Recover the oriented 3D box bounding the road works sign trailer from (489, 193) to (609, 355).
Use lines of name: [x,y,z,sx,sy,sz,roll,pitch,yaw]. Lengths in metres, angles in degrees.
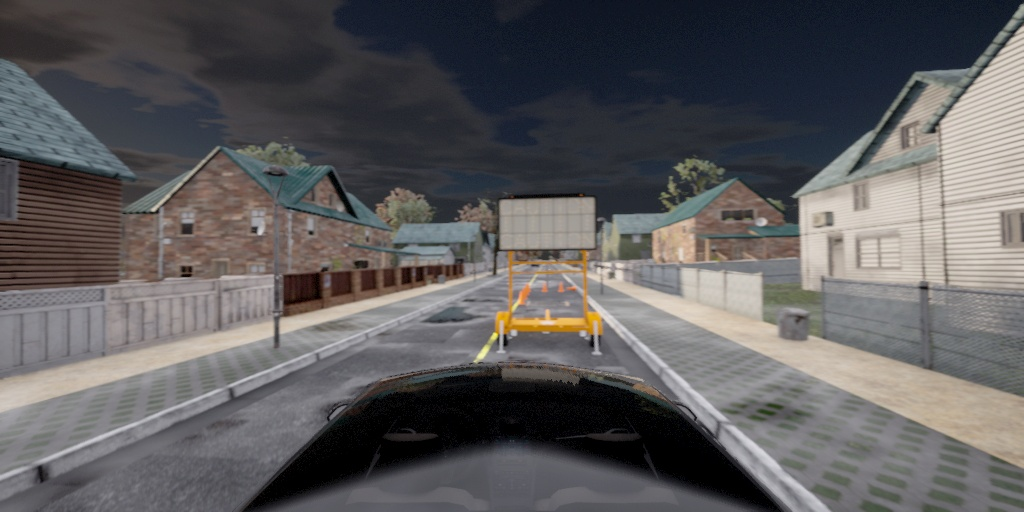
road works sign trailer: [0.898,0.276,8.911,2.380,3.560,2.880,0,0,6]
